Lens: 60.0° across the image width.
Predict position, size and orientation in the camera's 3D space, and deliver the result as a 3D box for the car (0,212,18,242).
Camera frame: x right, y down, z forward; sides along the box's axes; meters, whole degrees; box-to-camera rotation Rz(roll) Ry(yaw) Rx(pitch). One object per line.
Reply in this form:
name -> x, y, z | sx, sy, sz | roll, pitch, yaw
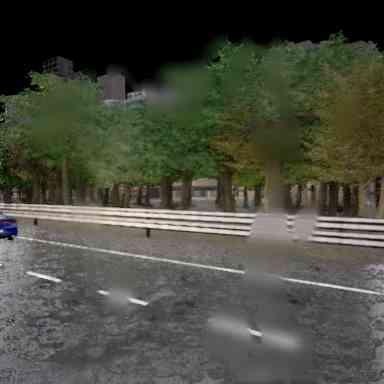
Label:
car -> -9.988, 1.499, 15.318 | 5.008, 1.535, 1.882 | 0, 0, 36
